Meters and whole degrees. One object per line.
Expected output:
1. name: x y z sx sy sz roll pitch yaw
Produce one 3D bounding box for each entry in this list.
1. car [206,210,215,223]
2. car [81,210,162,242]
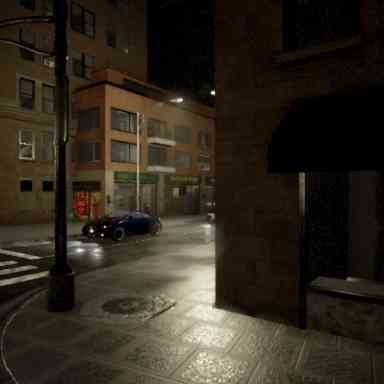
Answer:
1. car: 2.923 1.580 25.602 1.812 1.442 4.674 0 0 35
2. car: -3.400 1.591 16.726 1.994 1.385 4.181 0 0 35
